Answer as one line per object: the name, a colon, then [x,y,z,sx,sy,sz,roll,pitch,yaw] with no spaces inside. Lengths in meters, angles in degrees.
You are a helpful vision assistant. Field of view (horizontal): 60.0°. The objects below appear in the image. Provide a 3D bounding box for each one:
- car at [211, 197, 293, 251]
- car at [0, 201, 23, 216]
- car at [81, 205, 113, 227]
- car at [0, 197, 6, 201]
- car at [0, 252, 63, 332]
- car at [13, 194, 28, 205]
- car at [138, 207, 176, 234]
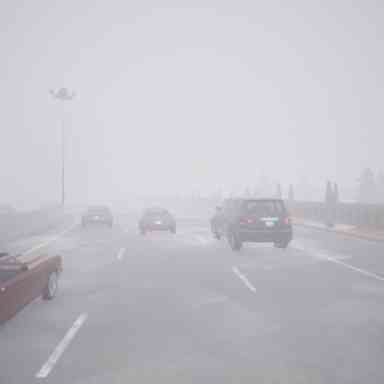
car: [2.355,1.208,14.377,2.150,2.045,5.566,0,0,-8]
car: [-14.522,1.619,25.239,1.994,1.385,4.181,0,0,-17]
car: [-6.476,1.586,22.925,1.994,1.385,4.181,0,0,-14]
car: [-38.202,1.675,66.176,1.994,1.385,4.181,0,0,-29]
car: [-3.711,1.615,5.383,1.895,1.301,4.718,0,0,-3]
car: [-31.787,1.338,61.754,2.150,2.045,5.566,0,0,-29]
car: [-2.129,1.568,19.447,1.994,1.385,4.181,0,0,-11]
